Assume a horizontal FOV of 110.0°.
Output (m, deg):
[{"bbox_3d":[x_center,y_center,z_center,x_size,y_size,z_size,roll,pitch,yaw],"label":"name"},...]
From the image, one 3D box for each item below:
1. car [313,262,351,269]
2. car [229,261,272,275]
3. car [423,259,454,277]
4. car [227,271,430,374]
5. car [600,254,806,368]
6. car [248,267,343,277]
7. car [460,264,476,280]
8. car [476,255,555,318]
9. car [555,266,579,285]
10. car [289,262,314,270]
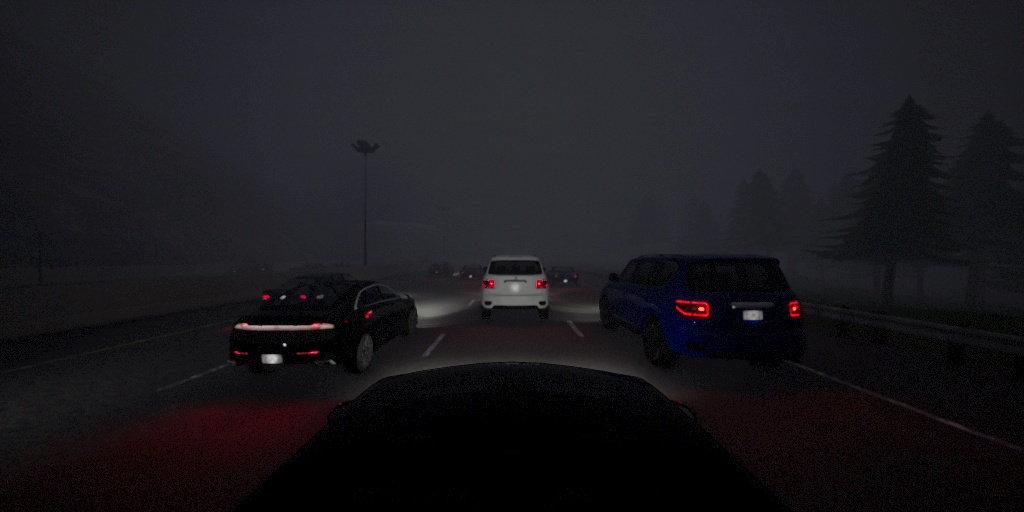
[{"bbox_3d":[-17.608,1.396,36.236,1.895,1.301,4.718,0,0,0],"label":"car"},{"bbox_3d":[-28.099,1.290,38.743,2.128,1.511,4.902,0,0,0],"label":"car"},{"bbox_3d":[-6.913,1.285,35.359,2.128,1.511,4.902,0,0,0],"label":"car"},{"bbox_3d":[-3.404,1.249,7.513,2.128,1.511,4.902,0,0,0],"label":"car"},{"bbox_3d":[3.597,0.980,8.035,2.150,2.045,5.566,0,0,0],"label":"car"},{"bbox_3d":[-6.904,1.313,13.415,2.033,1.411,5.357,0,0,0],"label":"car"},{"bbox_3d":[-3.412,1.390,31.832,1.895,1.301,4.718,0,0,0],"label":"car"},{"bbox_3d":[0.096,0.986,13.114,2.150,2.045,5.566,0,0,0],"label":"car"},{"bbox_3d":[3.590,1.383,26.252,1.895,1.301,4.718,0,0,0],"label":"car"},{"bbox_3d":[-21.107,1.398,37.471,1.895,1.301,4.718,0,0,0],"label":"car"}]
